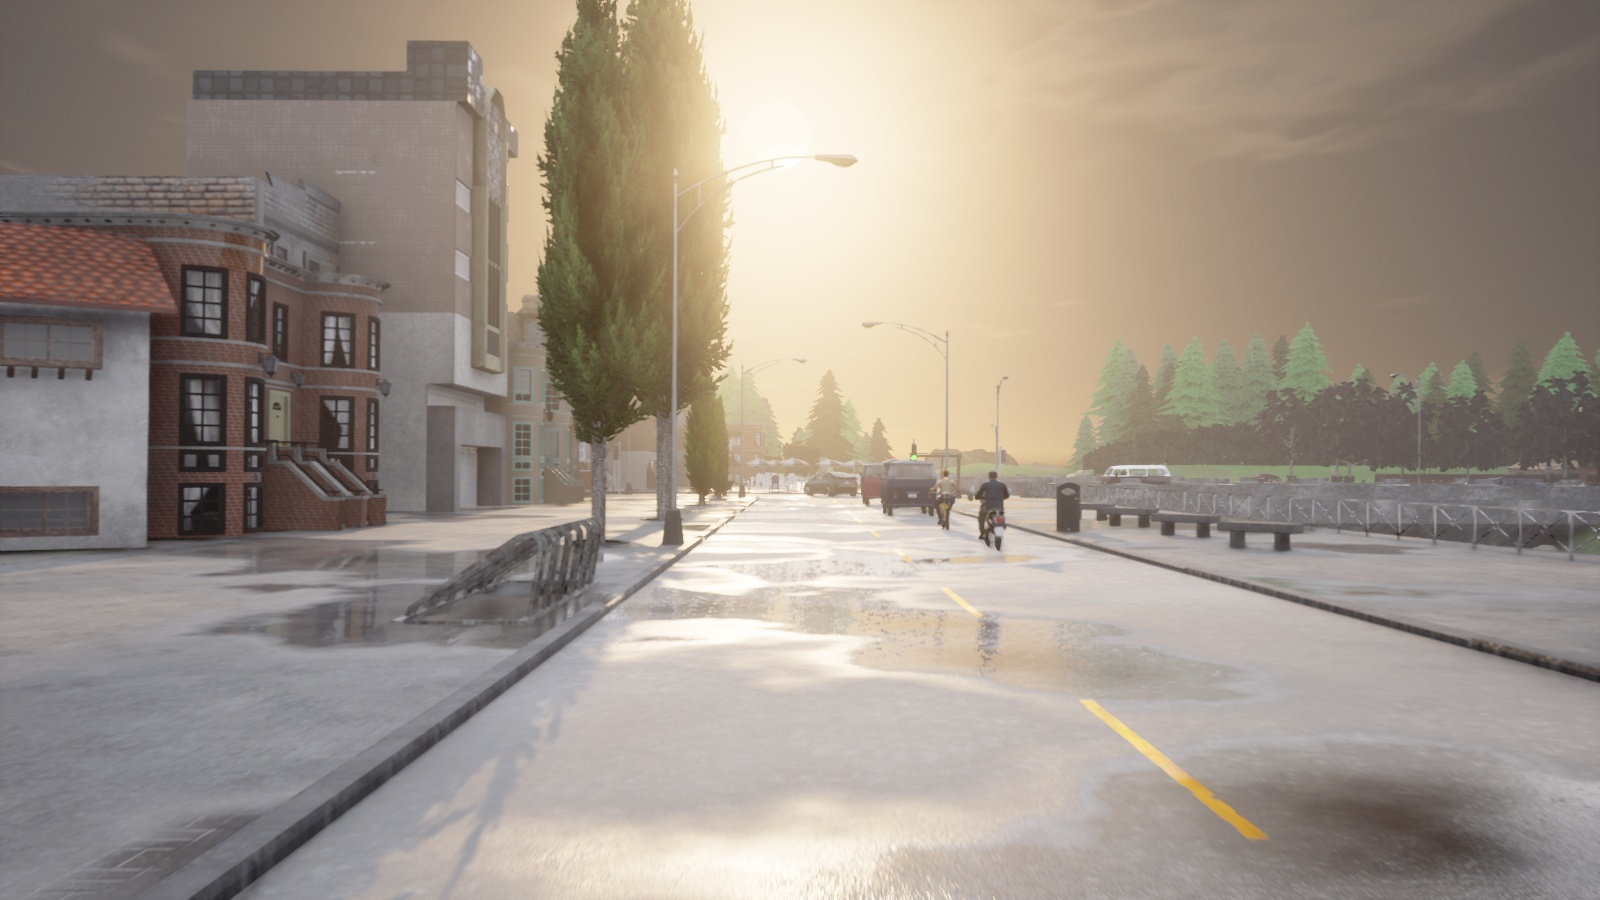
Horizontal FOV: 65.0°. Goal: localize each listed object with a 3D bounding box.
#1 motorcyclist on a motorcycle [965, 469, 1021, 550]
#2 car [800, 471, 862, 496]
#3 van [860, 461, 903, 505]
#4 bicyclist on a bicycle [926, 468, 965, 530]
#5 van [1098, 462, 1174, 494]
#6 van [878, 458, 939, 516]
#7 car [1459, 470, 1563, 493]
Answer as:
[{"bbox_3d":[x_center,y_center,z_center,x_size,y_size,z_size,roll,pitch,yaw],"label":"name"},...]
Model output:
[{"bbox_3d":[3.932,1.183,25.710,0.866,1.590,1.817,0,-1,0],"label":"motorcyclist on a motorcycle"},{"bbox_3d":[1.887,2.055,77.702,2.007,1.525,4.514,0,-1,-26],"label":"car"},{"bbox_3d":[3.844,1.553,59.767,1.775,1.987,4.442,0,-1,0],"label":"van"},{"bbox_3d":[3.907,1.303,33.907,0.866,1.612,1.509,0,-1,0],"label":"bicyclist on a bicycle"},{"bbox_3d":[22.215,1.840,83.072,4.480,2.038,2.069,0,-1,0],"label":"van"},{"bbox_3d":[3.881,1.314,45.537,1.775,1.987,4.442,0,-1,0],"label":"van"},{"bbox_3d":[44.756,2.008,79.170,5.357,1.411,2.033,0,-1,1],"label":"car"}]
